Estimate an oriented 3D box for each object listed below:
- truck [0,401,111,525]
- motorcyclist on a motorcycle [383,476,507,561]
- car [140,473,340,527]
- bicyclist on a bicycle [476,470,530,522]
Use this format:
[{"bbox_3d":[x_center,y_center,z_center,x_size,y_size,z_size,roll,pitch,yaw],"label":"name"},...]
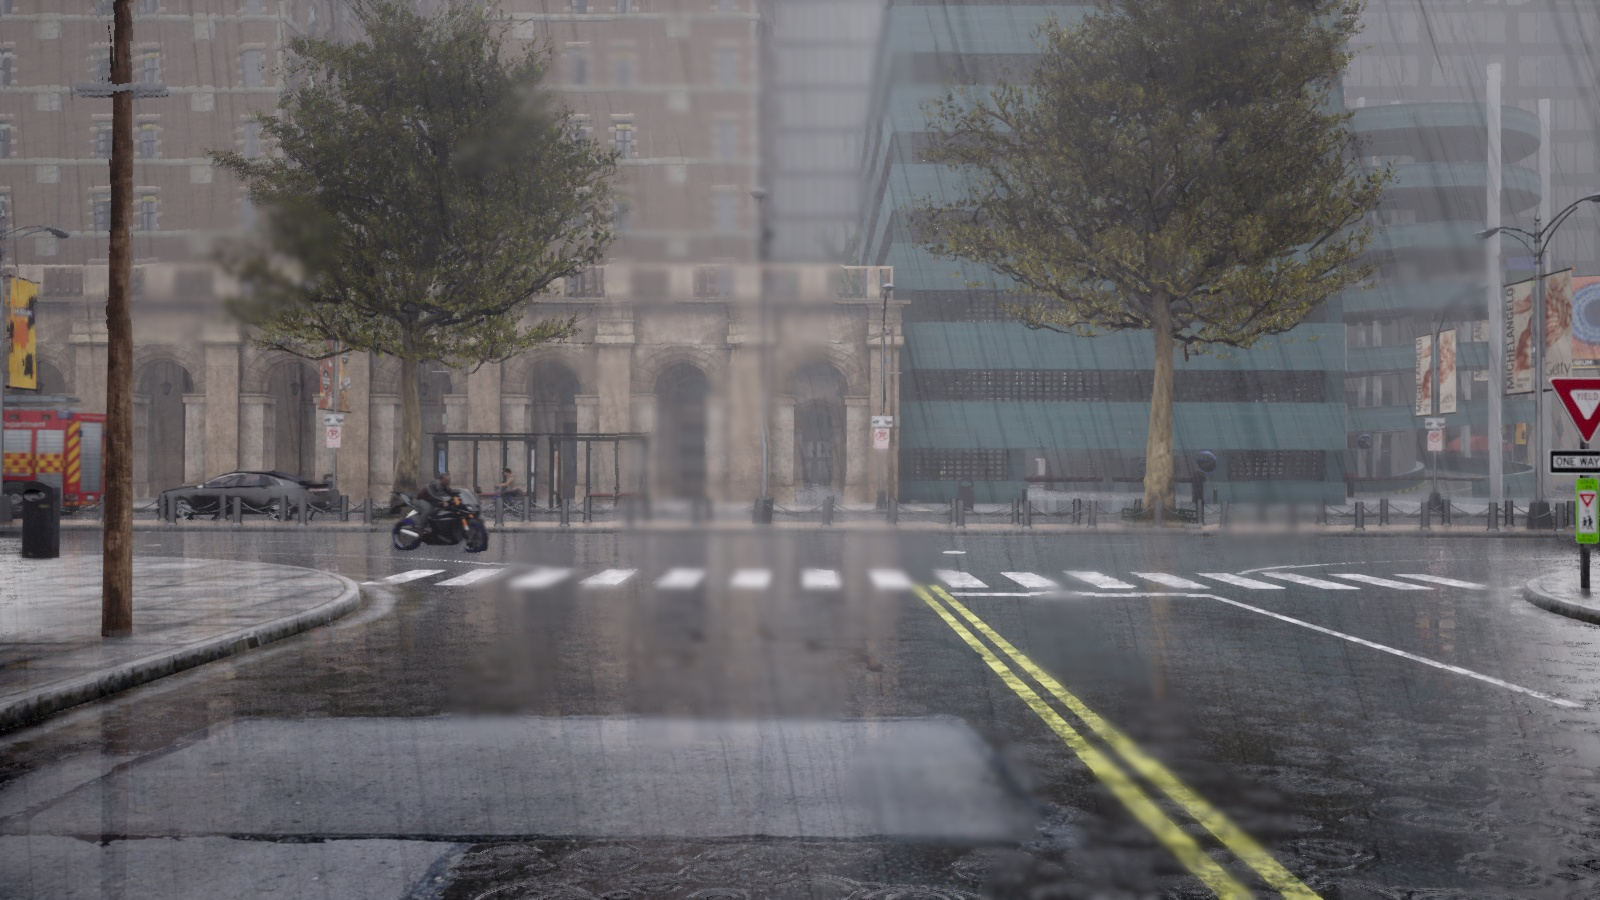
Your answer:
[{"bbox_3d":[-27.197,0.436,40.437,8.468,3.827,2.891,0,-1,1],"label":"truck"},{"bbox_3d":[-6.742,1.276,23.839,2.191,1.530,0.866,-1,0,22],"label":"motorcyclist on a motorcycle"},{"bbox_3d":[-16.326,1.452,36.768,4.902,1.511,2.128,0,-1,1],"label":"car"},{"bbox_3d":[-9.503,1.462,40.169,1.509,1.612,0.866,0,-1,1],"label":"bicyclist on a bicycle"}]
